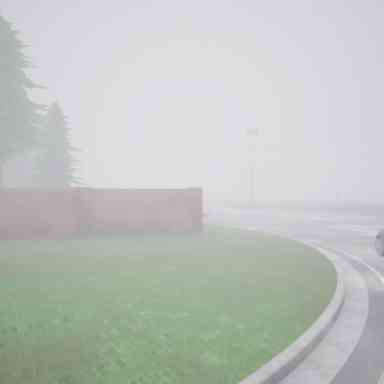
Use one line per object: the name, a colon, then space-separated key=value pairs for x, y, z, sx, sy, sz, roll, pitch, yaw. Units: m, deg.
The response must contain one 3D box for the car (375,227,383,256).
car: x=7.288 y=1.551 z=10.319 sx=1.882 sy=1.535 sz=5.008 roll=0 pitch=0 yaw=15
